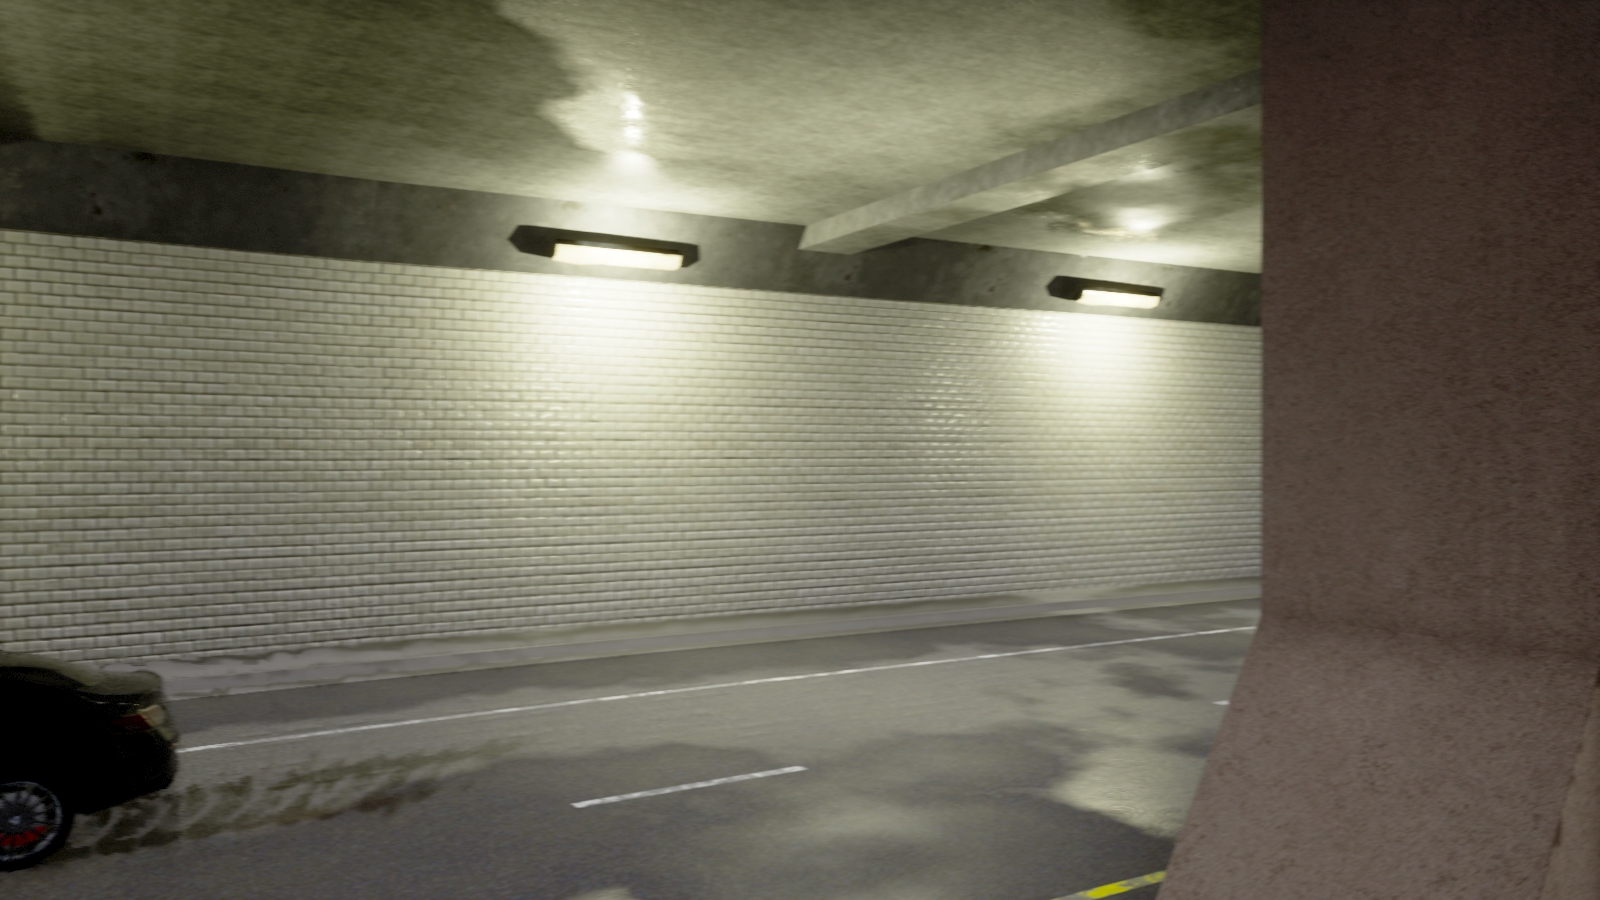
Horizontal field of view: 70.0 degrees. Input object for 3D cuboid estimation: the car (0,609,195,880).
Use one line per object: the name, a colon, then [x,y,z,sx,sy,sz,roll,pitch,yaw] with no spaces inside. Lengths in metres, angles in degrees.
car: [-6.763,2.076,7.574,4.674,1.442,2.002,0,0,-34]
